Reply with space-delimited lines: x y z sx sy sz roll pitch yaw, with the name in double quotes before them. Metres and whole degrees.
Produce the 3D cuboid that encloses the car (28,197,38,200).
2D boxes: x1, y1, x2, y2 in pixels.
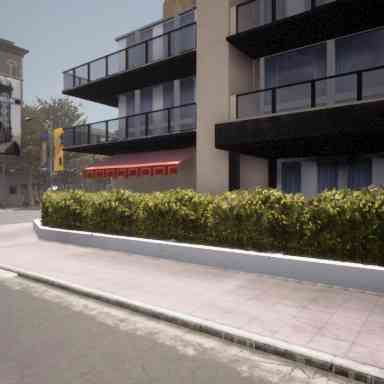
"car" -34.495 1.481 68.404 4.892 1.521 2.231 0 0 37
